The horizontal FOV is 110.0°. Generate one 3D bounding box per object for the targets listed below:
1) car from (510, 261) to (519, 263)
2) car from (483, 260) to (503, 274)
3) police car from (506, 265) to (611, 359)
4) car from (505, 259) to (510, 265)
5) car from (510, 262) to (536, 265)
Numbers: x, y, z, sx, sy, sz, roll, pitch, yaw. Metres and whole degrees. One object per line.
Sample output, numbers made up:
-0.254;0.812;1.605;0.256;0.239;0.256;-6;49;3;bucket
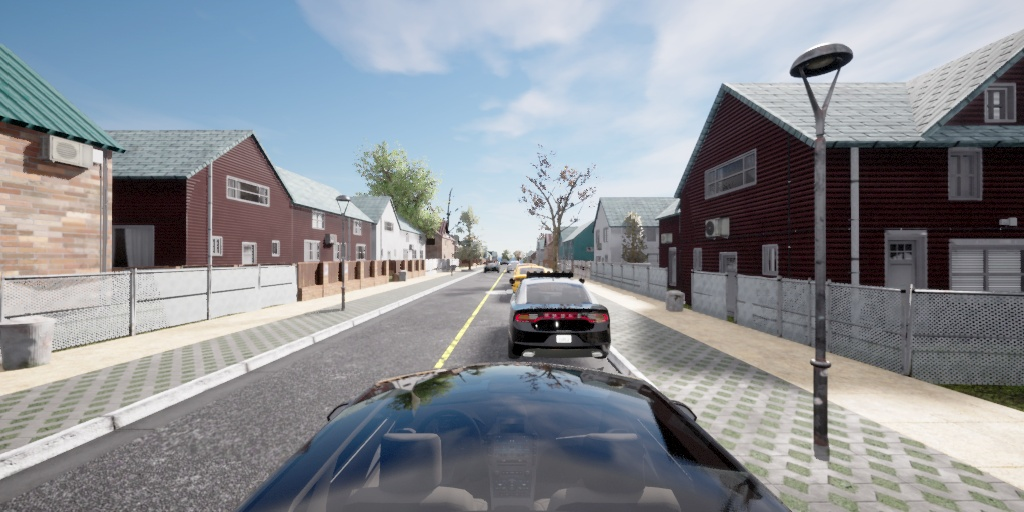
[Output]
1.001;1.250;24.446;1.882;1.535;5.008;0;0;0;car
-2.434;1.445;43.538;1.895;1.301;4.718;0;0;0;car
0.883;1.176;8.555;1.930;1.638;5.238;0;0;0;police car
0.365;1.382;45.720;1.812;1.442;4.674;0;0;1;car
0.957;1.237;18.445;1.882;1.535;5.008;0;0;0;car
